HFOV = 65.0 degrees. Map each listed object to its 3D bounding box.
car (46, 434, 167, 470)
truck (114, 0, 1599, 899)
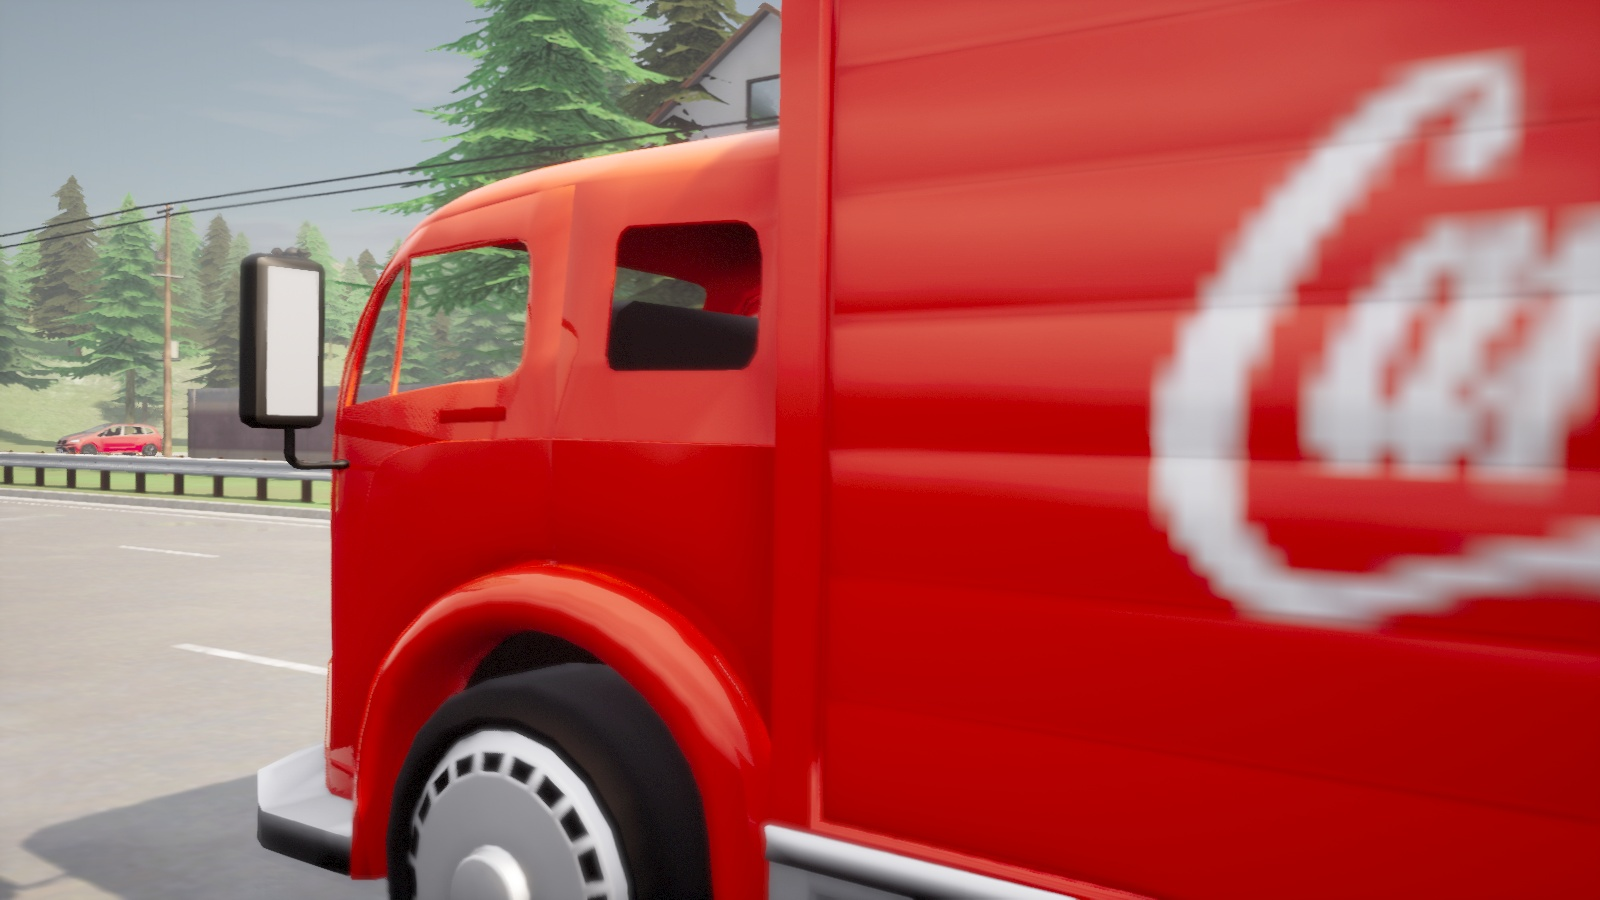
[{"bbox_3d":[-33.611,0.059,61.013,2.242,1.667,4.611,0,1,34],"label":"car"},{"bbox_3d":[1.168,0.201,2.838,5.204,2.467,2.627,1,1,34],"label":"truck"}]
